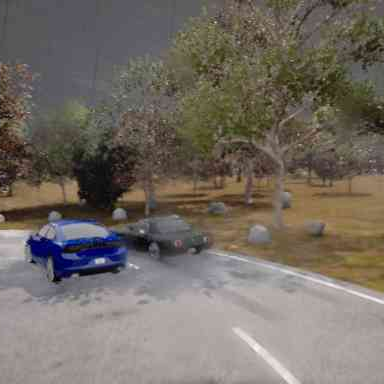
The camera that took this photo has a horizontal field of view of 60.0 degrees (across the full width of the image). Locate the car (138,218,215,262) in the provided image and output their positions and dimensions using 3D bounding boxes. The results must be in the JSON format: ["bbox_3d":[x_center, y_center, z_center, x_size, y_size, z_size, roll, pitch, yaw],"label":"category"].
[{"bbox_3d":[-1.373,1.653,12.554,1.895,1.301,4.718,-1,0,-38],"label":"car"}]

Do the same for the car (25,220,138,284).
[{"bbox_3d":[-3.741,1.591,10.291,1.882,1.535,5.008,-1,0,-36],"label":"car"}]
